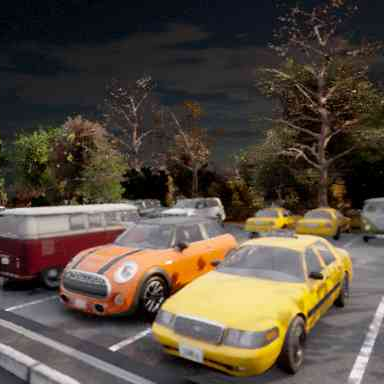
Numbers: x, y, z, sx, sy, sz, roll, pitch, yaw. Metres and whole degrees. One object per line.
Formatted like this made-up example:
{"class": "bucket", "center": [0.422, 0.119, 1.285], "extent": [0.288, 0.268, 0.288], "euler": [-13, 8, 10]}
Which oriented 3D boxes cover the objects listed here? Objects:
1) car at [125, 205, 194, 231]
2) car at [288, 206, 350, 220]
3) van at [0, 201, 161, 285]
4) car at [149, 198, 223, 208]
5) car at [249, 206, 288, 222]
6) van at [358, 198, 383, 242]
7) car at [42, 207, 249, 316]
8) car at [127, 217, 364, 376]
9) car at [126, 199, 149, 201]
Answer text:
{"class": "car", "center": [-2.195, 1.770, 23.835], "extent": [2.231, 1.521, 4.892], "euler": [-2, -1, 35]}
{"class": "car", "center": [7.052, 1.535, 17.569], "extent": [1.946, 1.575, 5.366], "euler": [-1, -1, 35]}
{"class": "van", "center": [-3.171, 1.376, 9.680], "extent": [1.878, 1.987, 4.442], "euler": [-1, -1, 35]}
{"class": "car", "center": [0.077, 1.446, 22.223], "extent": [2.435, 2.045, 5.566], "euler": [-2, -1, 35]}
{"class": "car", "center": [4.877, 1.579, 19.102], "extent": [1.946, 1.575, 5.366], "euler": [-1, -1, 35]}
{"class": "van", "center": [9.159, 1.272, 15.715], "extent": [1.878, 1.987, 4.442], "euler": [-1, -1, 35]}
{"class": "car", "center": [-0.736, 1.421, 7.860], "extent": [2.185, 1.767, 4.553], "euler": [-1, -1, 35]}
{"class": "car", "center": [1.526, 1.502, 6.002], "extent": [1.946, 1.575, 5.366], "euler": [-1, -1, 35]}
{"class": "car", "center": [-4.401, 1.590, 25.347], "extent": [2.435, 2.045, 5.566], "euler": [-2, -1, 35]}
